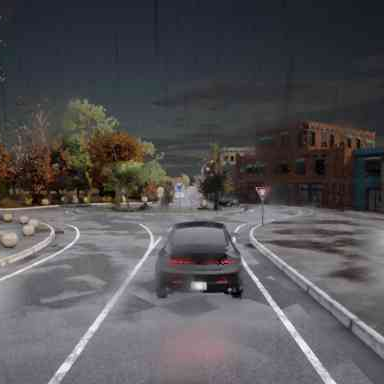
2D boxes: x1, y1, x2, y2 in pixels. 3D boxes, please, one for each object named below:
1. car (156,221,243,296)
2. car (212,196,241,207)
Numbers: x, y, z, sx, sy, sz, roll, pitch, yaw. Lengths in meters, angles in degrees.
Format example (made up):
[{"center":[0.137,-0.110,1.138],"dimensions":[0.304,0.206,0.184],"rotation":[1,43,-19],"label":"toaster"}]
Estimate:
[{"center":[0.203,1.504,8.655],"dimensions":[1.837,1.490,4.892],"rotation":[0,0,2],"label":"car"},{"center":[4.944,1.352,48.541],"dimensions":[2.128,1.511,4.902],"rotation":[-2,1,-40],"label":"car"}]
